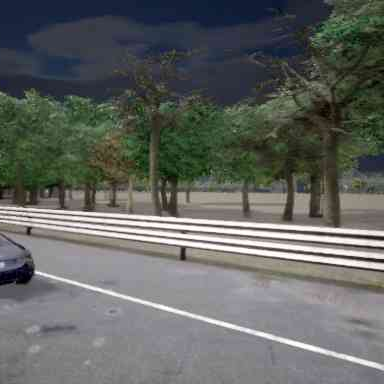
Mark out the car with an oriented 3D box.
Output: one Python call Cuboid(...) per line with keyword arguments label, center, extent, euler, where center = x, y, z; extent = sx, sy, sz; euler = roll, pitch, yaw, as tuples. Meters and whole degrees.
Cuboid(label="car", center=(-5.774, 1.547, 8.321), extent=(4.181, 1.385, 1.994), euler=(0, 0, 37))
